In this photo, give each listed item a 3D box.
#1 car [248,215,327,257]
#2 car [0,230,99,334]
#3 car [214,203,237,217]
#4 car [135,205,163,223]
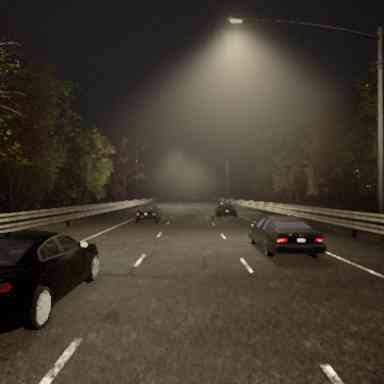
[{"bbox_3d":[3.563,1.650,13.402,2.033,1.411,5.357,0,0,0],"label":"car"},{"bbox_3d":[-3.423,1.532,7.006,1.882,1.535,5.008,0,0,0],"label":"car"},{"bbox_3d":[3.372,1.816,34.122,1.994,1.385,4.181,0,0,-1],"label":"car"},{"bbox_3d":[-3.552,1.755,27.882,2.033,1.411,5.357,0,0,-1],"label":"car"}]
